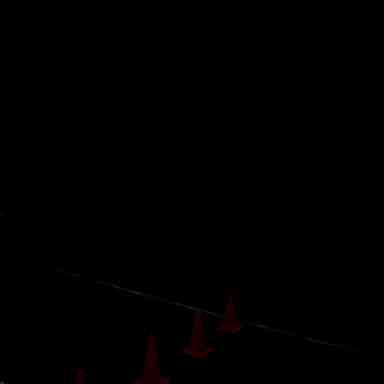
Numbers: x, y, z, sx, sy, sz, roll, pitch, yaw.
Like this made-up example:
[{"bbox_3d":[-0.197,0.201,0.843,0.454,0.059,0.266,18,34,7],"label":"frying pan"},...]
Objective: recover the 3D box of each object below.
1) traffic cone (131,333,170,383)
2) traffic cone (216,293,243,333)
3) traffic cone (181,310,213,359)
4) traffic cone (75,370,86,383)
[{"bbox_3d":[-0.487,1.984,3.955,0.340,0.580,0.340,0,0,34],"label":"traffic cone"},{"bbox_3d":[0.639,2.000,5.607,0.340,0.580,0.340,0,0,34],"label":"traffic cone"},{"bbox_3d":[0.076,1.992,4.781,0.340,0.580,0.340,0,0,34],"label":"traffic cone"},{"bbox_3d":[-1.051,1.976,3.129,0.340,0.580,0.340,0,0,34],"label":"traffic cone"}]
